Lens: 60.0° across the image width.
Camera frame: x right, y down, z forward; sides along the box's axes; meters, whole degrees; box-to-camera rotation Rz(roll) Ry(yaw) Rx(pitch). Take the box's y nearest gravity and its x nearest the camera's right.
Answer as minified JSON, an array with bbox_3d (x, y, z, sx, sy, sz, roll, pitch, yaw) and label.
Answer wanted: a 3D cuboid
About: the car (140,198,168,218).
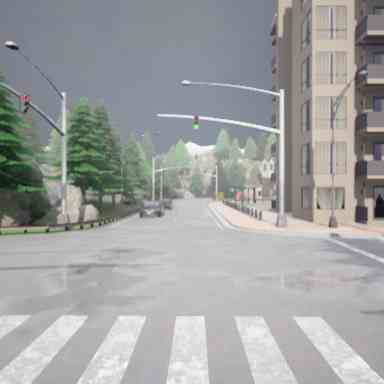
[{"bbox_3d":[-3.560,1.493,30.304,1.812,1.442,4.674,0,0,1],"label":"car"}]

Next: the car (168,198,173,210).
[{"bbox_3d":[-3.382,1.492,41.592,2.033,1.411,5.357,0,0,2],"label":"car"}]
